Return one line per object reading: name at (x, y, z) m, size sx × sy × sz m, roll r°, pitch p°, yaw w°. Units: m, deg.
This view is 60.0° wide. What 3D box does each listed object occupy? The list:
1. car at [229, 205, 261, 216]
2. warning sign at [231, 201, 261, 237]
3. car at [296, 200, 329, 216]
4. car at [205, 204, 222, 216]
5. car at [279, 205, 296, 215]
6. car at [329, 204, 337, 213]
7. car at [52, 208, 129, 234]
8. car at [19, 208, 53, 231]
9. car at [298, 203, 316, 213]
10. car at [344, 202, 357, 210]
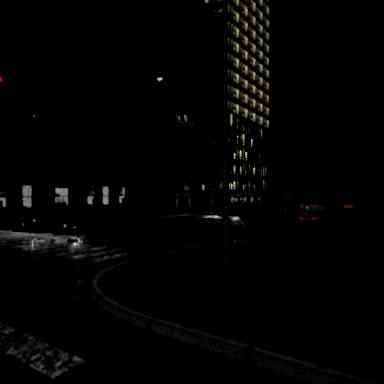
car at (7.023, 2.293, 42.308) m, size 2.033 × 1.411 × 5.357 m, roll 0°, pitch -1°, yaw 33°
warning sign at (3.026, 1.464, 18.614) m, size 1.300 × 1.860 × 1.060 m, roll 1°, pitch 1°, yaw 33°
car at (16.026, 2.079, 44.066) m, size 2.150 × 2.045 × 5.566 m, roll 0°, pitch -1°, yaw 35°
car at (3.787, 2.276, 43.288) m, size 2.033 × 1.411 × 5.357 m, roll 0°, pitch -1°, yaw 33°
car at (13.729, 2.436, 46.467) m, size 1.994 × 1.385 × 4.181 m, roll 0°, pitch -1°, yaw 33°
car at (21.763, 2.611, 53.046) m, size 1.994 × 1.385 × 4.181 m, roll 0°, pitch -1°, yaw 33°
car at (-6.218, 1.812, 21.744) m, size 1.837 × 1.490 × 4.892 m, roll 0°, pitch -1°, yaw 33°
car at (-9.355, 1.819, 22.916) m, size 1.812 × 1.442 × 4.674 m, roll 0°, pitch -1°, yaw 34°
car at (19.030, 2.573, 54.805) m, size 1.812 × 1.442 × 4.674 m, roll 0°, pitch -1°, yaw 33°
car at (31.330, 2.803, 65.819) m, size 1.882 × 1.535 × 5.008 m, roll 0°, pitch -1°, yaw 33°
